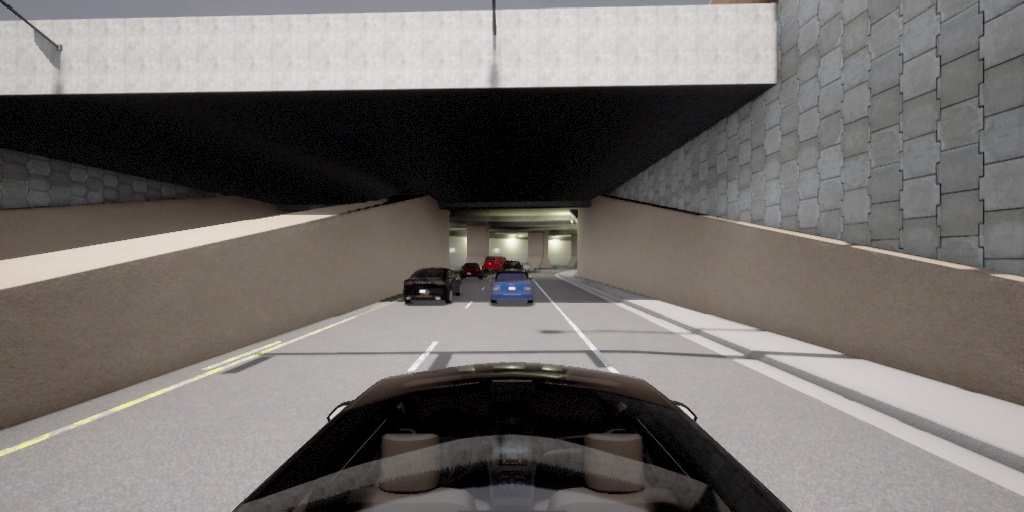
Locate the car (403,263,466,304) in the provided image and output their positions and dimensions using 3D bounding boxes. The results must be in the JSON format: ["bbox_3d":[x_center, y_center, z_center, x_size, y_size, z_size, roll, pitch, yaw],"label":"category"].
[{"bbox_3d":[-3.500,1.235,16.500,1.882,1.535,5.008,0,0,0],"label":"car"}]

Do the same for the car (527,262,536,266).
[{"bbox_3d":[1.561,1.367,43.746,1.895,1.301,4.718,0,0,18],"label":"car"}]

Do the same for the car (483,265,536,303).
[{"bbox_3d":[0.000,1.313,16.500,2.033,1.411,5.357,0,0,0],"label":"car"}]

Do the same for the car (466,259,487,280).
[{"bbox_3d":[-3.500,1.283,31.500,1.812,1.442,4.674,0,0,0],"label":"car"}]

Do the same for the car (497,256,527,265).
[{"bbox_3d":[0.000,1.116,31.470,2.097,1.767,4.553,0,0,0],"label":"car"}]

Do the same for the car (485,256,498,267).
[{"bbox_3d":[-1.760,1.008,44.853,2.150,2.045,5.566,0,0,18],"label":"car"}]
